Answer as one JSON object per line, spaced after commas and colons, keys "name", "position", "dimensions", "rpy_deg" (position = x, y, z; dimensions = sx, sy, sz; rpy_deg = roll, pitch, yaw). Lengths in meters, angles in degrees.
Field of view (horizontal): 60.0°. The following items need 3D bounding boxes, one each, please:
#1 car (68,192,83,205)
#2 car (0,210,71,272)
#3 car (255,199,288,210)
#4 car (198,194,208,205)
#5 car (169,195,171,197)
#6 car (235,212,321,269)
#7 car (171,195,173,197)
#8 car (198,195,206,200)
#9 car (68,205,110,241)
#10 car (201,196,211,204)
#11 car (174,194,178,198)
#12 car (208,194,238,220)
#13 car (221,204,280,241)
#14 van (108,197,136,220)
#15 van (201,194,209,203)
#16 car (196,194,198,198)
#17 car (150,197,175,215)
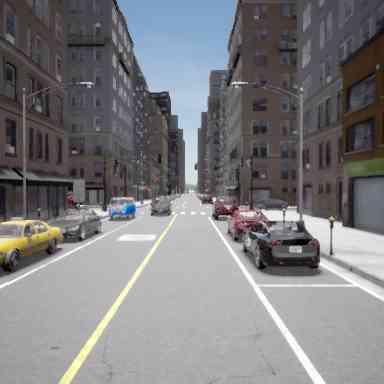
{"name": "car", "position": [-17.022, 0.977, 42.873], "dimensions": [5.566, 2.045, 2.150], "rpy_deg": [0, 1, 0]}
{"name": "car", "position": [-5.772, 1.519, 10.742], "dimensions": [1.752, 1.417, 4.829], "rpy_deg": [-1, 0, 0]}
{"name": "car", "position": [10.137, 1.539, 42.808], "dimensions": [4.181, 1.385, 1.994], "rpy_deg": [0, 1, 0]}
{"name": "car", "position": [2.750, 1.289, 60.184], "dimensions": [2.192, 1.841, 5.009], "rpy_deg": [-1, 0, 0]}
{"name": "car", "position": [-5.772, 1.499, 65.517], "dimensions": [1.752, 1.417, 4.829], "rpy_deg": [-1, 0, 0]}
{"name": "car", "position": [2.754, 1.560, 10.911], "dimensions": [1.947, 1.339, 4.313], "rpy_deg": [-1, 0, 0]}
{"name": "car", "position": [-5.772, 1.541, 71.192], "dimensions": [1.947, 1.339, 4.313], "rpy_deg": [-1, 0, 0]}
{"name": "car", "position": [2.753, 1.534, 93.213], "dimensions": [1.887, 1.381, 4.507], "rpy_deg": [-1, 0, 0]}
{"name": "car", "position": [-5.772, 1.543, 16.522], "dimensions": [2.008, 1.369, 4.403], "rpy_deg": [-1, 0, 0]}
{"name": "car", "position": [2.753, 1.499, 65.859], "dimensions": [1.752, 1.417, 4.829], "rpy_deg": [-1, 0, 0]}
{"name": "car", "position": [-5.773, 1.429, 93.214], "dimensions": [1.967, 1.590, 4.097], "rpy_deg": [-1, 0, 0]}
{"name": "car", "position": [2.751, 1.302, 27.740], "dimensions": [2.192, 1.841, 5.009], "rpy_deg": [-1, 0, 0]}
{"name": "car", "position": [2.753, 1.537, 16.521], "dimensions": [1.887, 1.381, 4.507], "rpy_deg": [-1, 0, 0]}
{"name": "van", "position": [-5.774, 1.328, 27.740], "dimensions": [1.690, 1.788, 3.998], "rpy_deg": [-1, 0, 0]}
{"name": "van", "position": [2.751, 1.316, 71.193], "dimensions": [1.690, 1.788, 3.998], "rpy_deg": [-1, 0, 0]}
{"name": "car", "position": [2.753, 1.535, 87.708], "dimensions": [2.008, 1.369, 4.403], "rpy_deg": [-1, 0, 0]}
{"name": "car", "position": [-2.999, 1.552, 33.318], "dimensions": [1.837, 1.490, 4.892], "rpy_deg": [0, 0, 0]}
